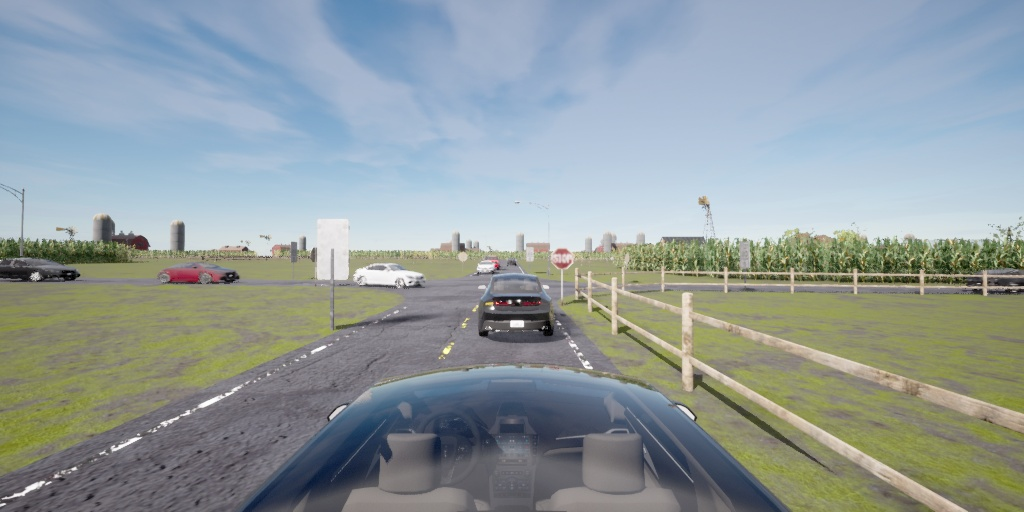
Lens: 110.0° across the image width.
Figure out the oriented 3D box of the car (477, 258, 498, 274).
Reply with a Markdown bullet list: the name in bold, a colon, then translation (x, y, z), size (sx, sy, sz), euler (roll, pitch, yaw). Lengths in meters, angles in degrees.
- **car**: translation (-2.881, 1.264, 40.597), size (1.812, 1.442, 4.674), euler (0, 0, 0)

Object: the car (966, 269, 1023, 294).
- **car**: translation (32.582, 1.631, 23.177), size (4.892, 1.490, 1.837), euler (1, -1, 0)

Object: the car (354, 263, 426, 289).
- **car**: translation (-7.434, 1.173, 21.797), size (4.674, 1.442, 1.812), euler (0, -1, 22)

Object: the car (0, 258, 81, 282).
- **car**: translation (-31.259, 0.913, 23.344), size (4.892, 1.490, 1.837), euler (0, -1, 0)

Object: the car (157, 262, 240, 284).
- **car**: translation (-20.271, 1.086, 23.312), size (4.181, 1.385, 1.994), euler (1, -1, 0)

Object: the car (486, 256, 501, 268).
- **car**: translation (-2.891, 0.950, 51.152), size (2.150, 2.045, 5.566), euler (0, 0, 0)

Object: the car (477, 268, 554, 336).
- **car**: translation (0.066, 1.256, 10.355), size (1.837, 1.490, 4.892), euler (0, 0, -1)
